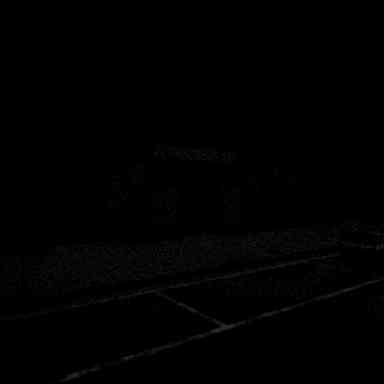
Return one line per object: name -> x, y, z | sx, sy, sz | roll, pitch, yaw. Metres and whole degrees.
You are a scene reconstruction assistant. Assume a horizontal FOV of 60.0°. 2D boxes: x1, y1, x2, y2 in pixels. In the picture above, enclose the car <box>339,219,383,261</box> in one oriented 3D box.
car -> 6.788, 1.582, 11.374 | 4.206, 1.307, 1.802 | 0, 0, -35
